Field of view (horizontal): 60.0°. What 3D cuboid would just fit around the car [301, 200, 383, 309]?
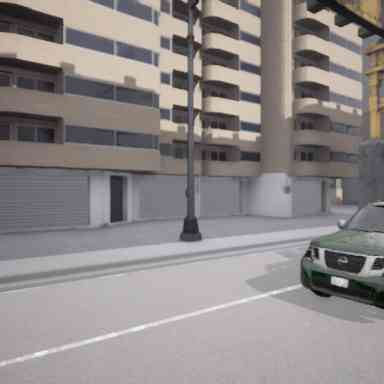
[{"bbox_3d":[4.827,1.206,7.386,5.566,2.045,2.150,0,0,-35],"label":"car"}]

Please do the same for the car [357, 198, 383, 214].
[{"bbox_3d":[19.633,1.387,34.352,2.038,1.542,4.974,0,0,-10],"label":"car"}]

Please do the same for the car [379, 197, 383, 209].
[{"bbox_3d":[23.176,1.222,36.513,4.536,1.218,1.853,0,0,35],"label":"car"}]

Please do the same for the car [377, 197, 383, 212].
[{"bbox_3d":[23.219,1.380,36.484,4.974,1.542,2.038,0,0,35],"label":"car"}]
